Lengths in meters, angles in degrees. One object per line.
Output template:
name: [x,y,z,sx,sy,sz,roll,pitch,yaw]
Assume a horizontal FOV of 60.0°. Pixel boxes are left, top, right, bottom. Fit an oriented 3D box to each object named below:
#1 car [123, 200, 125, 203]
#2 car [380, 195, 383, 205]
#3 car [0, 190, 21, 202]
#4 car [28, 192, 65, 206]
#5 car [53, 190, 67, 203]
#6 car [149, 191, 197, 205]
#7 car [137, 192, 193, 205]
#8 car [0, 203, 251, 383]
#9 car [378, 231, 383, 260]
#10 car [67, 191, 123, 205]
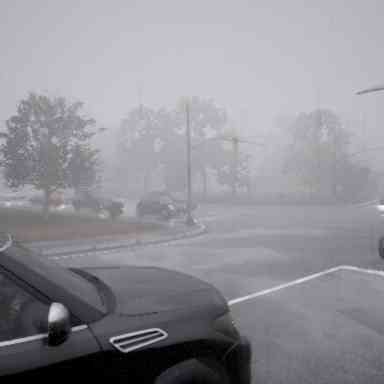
car: [-9.621,0.893,37.753,4.553,1.767,2.097,2,2,39]
car: [22.595,0.748,37.520,1.994,1.385,4.181,-1,1,38]
car: [-25.454,0.505,46.252,4.674,1.442,1.812,3,3,40]
car: [-17.597,0.999,39.775,4.718,1.301,1.895,3,3,39]
car: [-17.291,0.576,44.045,4.553,1.767,2.097,3,3,40]
car: [-2.092,0.915,31.575,5.566,2.045,2.150,0,2,39]
car: [-2.534,1.140,27.417,4.553,1.767,2.097,0,2,39]
car: [-2.094,1.225,2.380,5.566,2.045,2.150,0,0,-35]
car: [7.598,1.408,10.990,1.994,1.385,4.181,0,1,40]
car: [-9.840,0.899,33.402,5.566,2.045,2.150,1,2,39]
